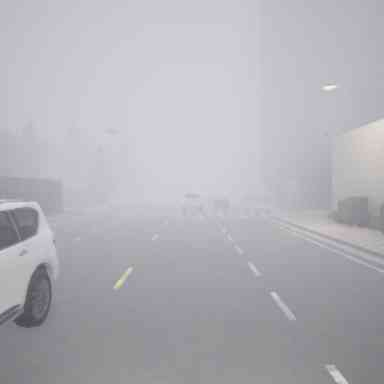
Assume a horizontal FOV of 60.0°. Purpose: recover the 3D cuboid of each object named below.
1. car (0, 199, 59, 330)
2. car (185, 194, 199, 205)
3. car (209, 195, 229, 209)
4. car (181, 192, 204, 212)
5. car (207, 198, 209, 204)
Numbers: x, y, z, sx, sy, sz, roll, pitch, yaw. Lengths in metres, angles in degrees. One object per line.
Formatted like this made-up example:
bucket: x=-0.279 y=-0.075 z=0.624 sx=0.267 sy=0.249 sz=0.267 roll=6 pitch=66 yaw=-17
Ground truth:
car: x=-3.581 y=1.187 z=4.034 sx=2.150 sy=2.045 sz=5.566 roll=0 pitch=1 yaw=0
car: x=0.037 y=1.181 z=51.462 sx=2.128 sy=1.511 sz=4.902 roll=0 pitch=1 yaw=0
car: x=3.530 y=1.248 z=41.458 sx=1.882 sy=1.535 sz=5.008 roll=0 pitch=0 yaw=0
car: x=0.024 y=1.027 z=36.490 sx=2.150 sy=2.045 sz=5.566 roll=0 pitch=1 yaw=0
car: x=3.791 y=1.187 z=51.893 sx=2.128 sy=1.511 sz=4.902 roll=0 pitch=1 yaw=-17
